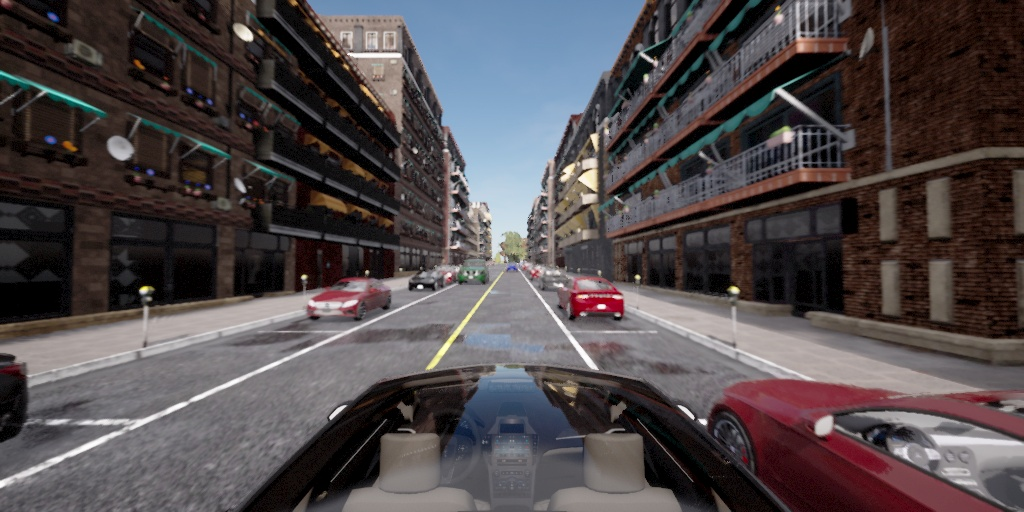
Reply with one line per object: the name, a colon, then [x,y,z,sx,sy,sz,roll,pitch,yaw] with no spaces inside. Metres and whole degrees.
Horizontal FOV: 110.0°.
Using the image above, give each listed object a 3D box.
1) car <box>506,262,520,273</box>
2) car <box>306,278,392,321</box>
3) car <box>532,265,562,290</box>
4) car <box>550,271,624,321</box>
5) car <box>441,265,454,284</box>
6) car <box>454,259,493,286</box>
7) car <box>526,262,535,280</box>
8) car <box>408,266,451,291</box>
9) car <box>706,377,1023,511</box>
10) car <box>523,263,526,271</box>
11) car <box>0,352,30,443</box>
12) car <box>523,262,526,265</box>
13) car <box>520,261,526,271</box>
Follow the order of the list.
car: [-0.001,1.906,57.725,1.812,1.442,4.674,0,-1,0]
car: [-5.691,1.458,13.078,1.802,1.307,4.207,0,0,0]
car: [2.689,1.554,24.361,2.007,1.370,4.403,0,0,0]
car: [2.690,1.422,13.038,1.888,1.381,4.507,0,0,0]
car: [-5.692,1.506,30.062,1.967,1.591,4.097,0,0,0]
car: [-3.056,1.285,29.573,2.150,2.045,5.566,0,-1,0]
car: [2.689,1.570,35.683,1.967,1.591,4.097,0,0,0]
car: [-5.692,1.568,24.401,1.948,1.339,4.313,0,0,0]
car: [2.693,1.332,1.718,1.802,1.307,4.207,0,0,0]
car: [2.689,1.745,41.344,2.007,1.370,4.403,0,0,0]
car: [-5.693,1.316,1.760,1.948,1.339,4.313,0,0,0]
car: [2.688,1.841,47.005,1.802,1.307,4.207,0,0,0]
car: [2.687,1.892,63.990,1.967,1.591,4.097,0,0,0]
